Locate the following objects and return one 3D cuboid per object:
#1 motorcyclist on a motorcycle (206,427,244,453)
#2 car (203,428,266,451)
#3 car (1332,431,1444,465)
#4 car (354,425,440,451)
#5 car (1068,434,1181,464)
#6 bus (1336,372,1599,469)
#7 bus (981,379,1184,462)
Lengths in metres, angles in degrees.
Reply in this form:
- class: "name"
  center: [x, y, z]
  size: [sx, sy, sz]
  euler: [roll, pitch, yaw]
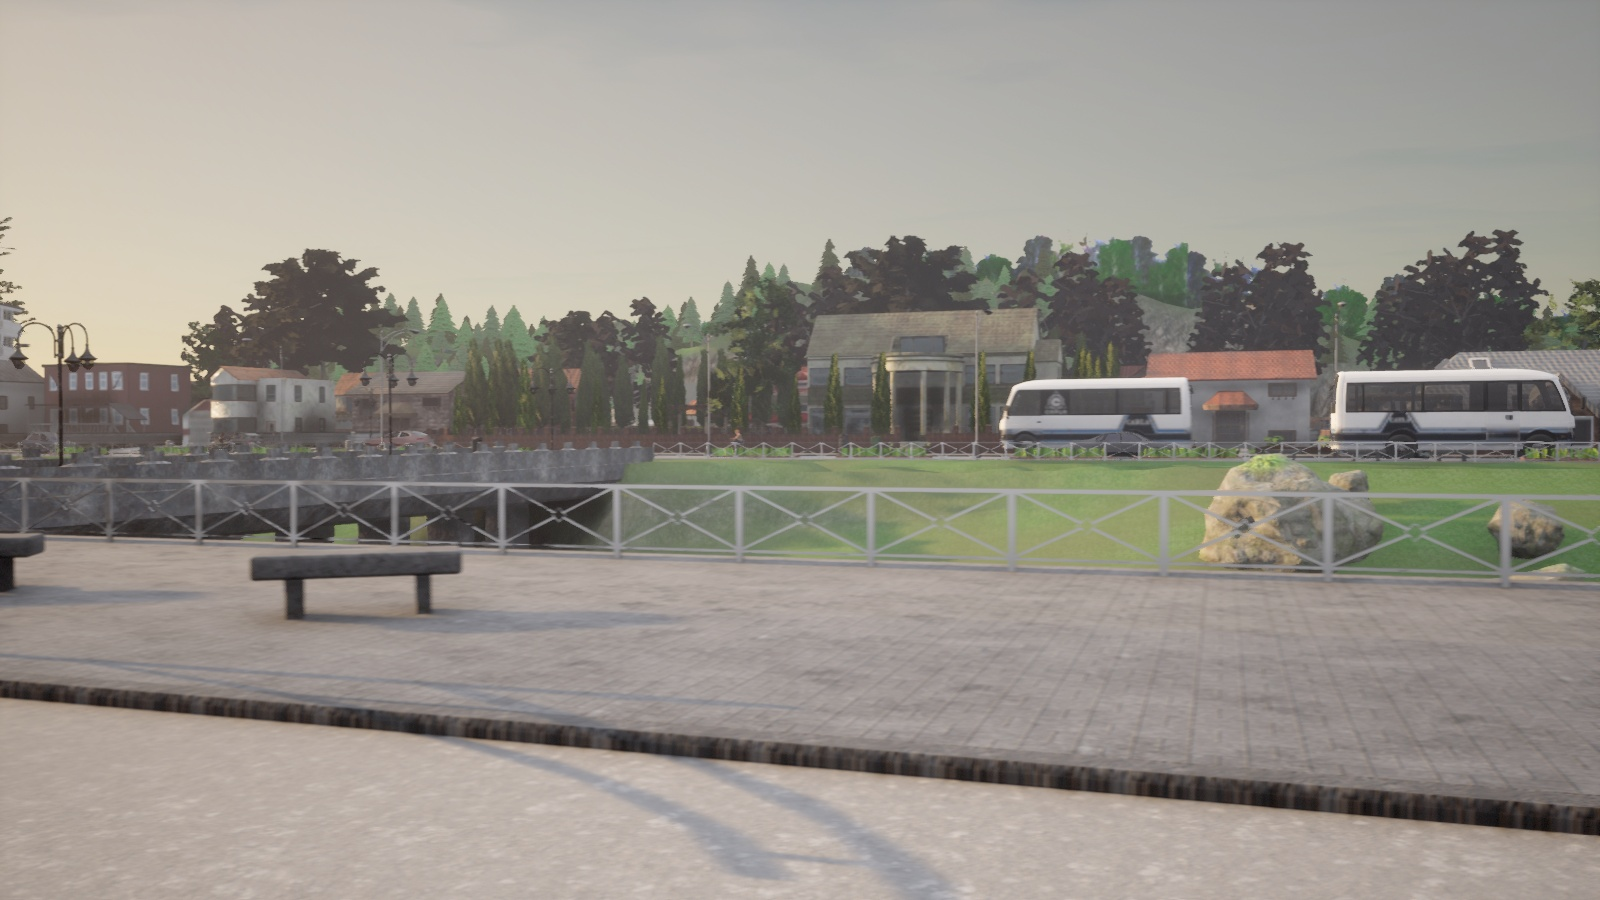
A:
- class: "motorcyclist on a motorcycle"
  center: [-37.203, -0.665, 81.309]
  size: [2.350, 1.649, 0.766]
  euler: [1, 1, 19]
- class: "car"
  center: [-38.711, -0.718, 86.038]
  size: [3.705, 1.549, 1.789]
  euler: [1, 1, 19]
- class: "car"
  center: [29.471, -0.143, 63.081]
  size: [4.856, 1.649, 2.033]
  euler: [1, 1, 19]
- class: "car"
  center: [-26.236, -0.804, 81.835]
  size: [5.027, 1.651, 2.152]
  euler: [1, 1, 19]
- class: "car"
  center: [16.362, -0.078, 63.276]
  size: [5.357, 1.411, 2.033]
  euler: [1, 1, 19]
- class: "bus"
  center: [30.716, -1.370, 58.420]
  size: [10.273, 4.253, 3.944]
  euler: [1, 1, 19]
- class: "bus"
  center: [15.276, -1.579, 67.841]
  size: [10.273, 4.253, 3.944]
  euler: [1, 1, 19]
